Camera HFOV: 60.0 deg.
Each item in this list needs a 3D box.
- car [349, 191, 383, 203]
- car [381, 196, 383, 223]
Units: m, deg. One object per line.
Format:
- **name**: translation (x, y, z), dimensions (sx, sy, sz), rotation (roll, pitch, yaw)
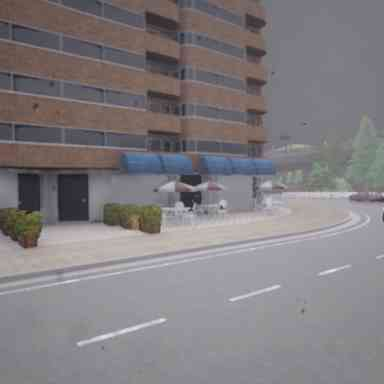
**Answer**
- **car**: translation (21.299, 0.610, 40.770), dimensions (1.994, 1.385, 4.181), rotation (-1, 1, -15)
- **car**: translation (12.420, 1.035, 19.659), dimensions (1.812, 1.442, 4.674), rotation (-1, 1, 31)
